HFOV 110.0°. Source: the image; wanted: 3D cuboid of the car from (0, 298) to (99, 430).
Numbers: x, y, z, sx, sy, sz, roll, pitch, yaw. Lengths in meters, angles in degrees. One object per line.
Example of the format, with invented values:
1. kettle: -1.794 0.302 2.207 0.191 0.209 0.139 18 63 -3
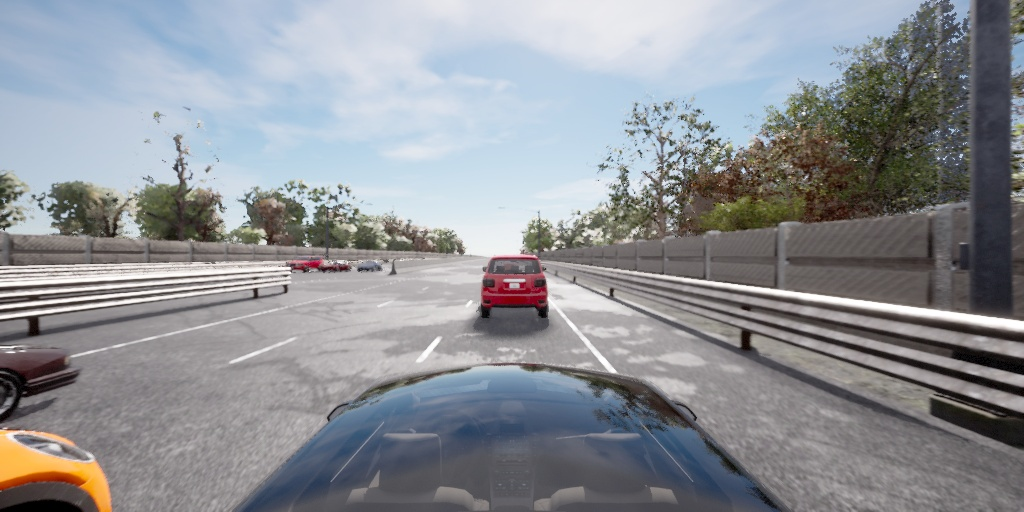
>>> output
1. car: -6.900 1.299 2.431 2.033 1.411 5.357 0 0 0

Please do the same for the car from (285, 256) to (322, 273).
1. car: -24.963 0.986 43.477 2.150 2.045 5.566 0 0 -1

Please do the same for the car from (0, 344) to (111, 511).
1. car: -3.405 1.102 0.171 2.097 1.767 4.553 0 0 0

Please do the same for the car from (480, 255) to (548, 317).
1. car: 0.061 0.974 13.329 2.150 2.045 5.566 0 0 0

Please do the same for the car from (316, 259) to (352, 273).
1. car: -21.472 1.363 43.950 1.895 1.301 4.718 0 0 -1

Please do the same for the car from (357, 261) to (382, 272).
1. car: -17.993 1.327 45.397 1.994 1.385 4.181 0 0 -1
